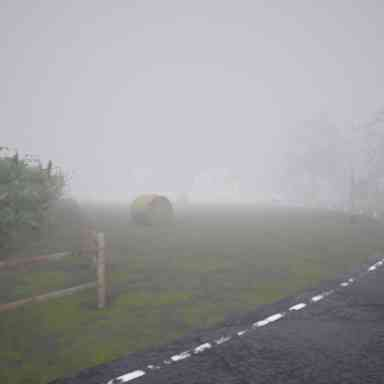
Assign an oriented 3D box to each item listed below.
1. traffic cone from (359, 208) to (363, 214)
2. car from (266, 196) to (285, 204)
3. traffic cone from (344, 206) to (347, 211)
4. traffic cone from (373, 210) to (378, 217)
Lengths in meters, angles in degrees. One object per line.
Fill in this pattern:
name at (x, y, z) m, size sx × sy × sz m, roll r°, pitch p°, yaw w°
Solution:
traffic cone at (18.015, 1.996, 35.523) m, size 0.340 × 0.580 × 0.340 m, roll -1°, pitch 0°, yaw 9°
car at (16.376, 1.574, 65.480) m, size 1.812 × 1.442 × 4.674 m, roll 0°, pitch 0°, yaw -20°
traffic cone at (18.583, 1.995, 40.255) m, size 0.340 × 0.580 × 0.340 m, roll 0°, pitch 0°, yaw 4°
traffic cone at (17.011, 1.986, 30.862) m, size 0.340 × 0.580 × 0.340 m, roll -1°, pitch 0°, yaw 15°
